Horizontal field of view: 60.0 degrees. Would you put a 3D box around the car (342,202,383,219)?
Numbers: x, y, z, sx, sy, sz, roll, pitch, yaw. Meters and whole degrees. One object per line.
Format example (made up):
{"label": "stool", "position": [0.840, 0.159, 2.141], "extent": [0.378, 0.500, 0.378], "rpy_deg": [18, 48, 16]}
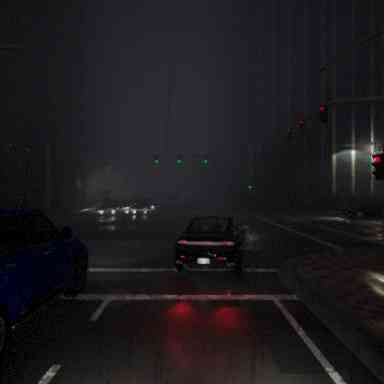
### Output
{"label": "car", "position": [15.296, 1.596, 28.685], "extent": [4.181, 1.385, 1.994], "rpy_deg": [0, 0, -1]}

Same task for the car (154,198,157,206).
{"label": "car", "position": [-7.054, 1.628, 56.728], "extent": [1.994, 1.385, 4.181], "rpy_deg": [0, 0, 0]}

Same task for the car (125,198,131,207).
{"label": "car", "position": [-10.566, 1.661, 53.167], "extent": [1.895, 1.301, 4.718], "rpy_deg": [0, 0, 0]}

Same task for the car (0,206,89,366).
{"label": "car", "position": [-3.475, 1.227, 5.499], "extent": [2.150, 2.045, 5.566], "rpy_deg": [0, 0, -1]}

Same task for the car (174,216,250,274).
{"label": "car", "position": [0.782, 1.505, 10.689], "extent": [2.128, 1.511, 4.902], "rpy_deg": [0, 0, 12]}

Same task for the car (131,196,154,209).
{"label": "car", "position": [-7.083, 1.559, 47.820], "extent": [1.837, 1.490, 4.892], "rpy_deg": [0, 0, 0]}

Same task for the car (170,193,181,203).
{"label": "car", "position": [-3.494, 1.304, 70.251], "extent": [2.150, 2.045, 5.566], "rpy_deg": [0, 0, 0]}

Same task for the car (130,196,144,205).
{"label": "car", "position": [-10.496, 1.549, 63.608], "extent": [1.882, 1.535, 5.008], "rpy_deg": [0, 0, 0]}

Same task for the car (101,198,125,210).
{"label": "car", "position": [-10.595, 1.575, 44.058], "extent": [1.812, 1.442, 4.674], "rpy_deg": [0, 0, 0]}

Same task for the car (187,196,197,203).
{"label": "car", "position": [0.005, 1.511, 69.331], "extent": [1.837, 1.490, 4.892], "rpy_deg": [0, 0, 0]}
